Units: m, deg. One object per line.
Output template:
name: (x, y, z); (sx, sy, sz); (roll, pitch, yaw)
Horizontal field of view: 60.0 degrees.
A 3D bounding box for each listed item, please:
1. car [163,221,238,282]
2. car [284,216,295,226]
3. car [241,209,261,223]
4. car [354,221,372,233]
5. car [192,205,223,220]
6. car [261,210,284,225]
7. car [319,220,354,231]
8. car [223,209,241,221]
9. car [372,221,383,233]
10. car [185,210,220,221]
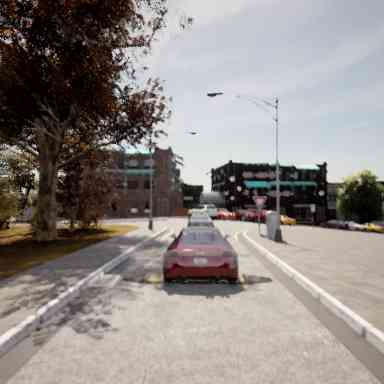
car: (0.252, 1.743, 10.116); (1.994, 1.385, 4.181); (0, -3, 1)
car: (13.161, 4.162, 50.357); (1.946, 1.575, 5.366); (7, -4, -30)
car: (7.342, 3.446, 49.050); (2.185, 1.767, 4.553); (7, -4, -31)
car: (25.084, 5.376, 52.352); (2.002, 1.452, 4.674); (7, -5, -30)
car: (1.501, 2.893, 47.911); (2.435, 2.045, 5.566); (2, -3, -31)
car: (10.334, 3.618, 49.636); (2.435, 2.045, 5.566); (8, -5, -31)
car: (22.118, 5.082, 51.812); (2.002, 1.452, 4.674); (7, -4, -30)
car: (4.375, 3.190, 48.525); (2.185, 1.767, 4.553); (5, -4, -31)
car: (27.959, 5.629, 53.032); (1.946, 1.575, 5.366); (7, -4, -30)
car: (0.537, 2.251, 23.436); (2.033, 1.411, 5.357); (0, -2, 0)
